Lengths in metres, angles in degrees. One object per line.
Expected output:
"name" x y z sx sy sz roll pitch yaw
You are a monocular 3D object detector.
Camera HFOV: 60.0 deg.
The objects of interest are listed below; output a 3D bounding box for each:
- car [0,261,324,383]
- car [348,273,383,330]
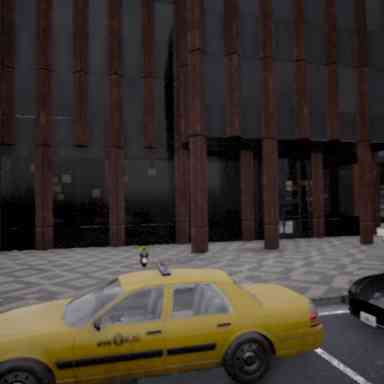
"car" -0.639 1.693 4.598 4.829 1.417 1.752 0 -2 -14
"car" 4.999 1.693 5.984 4.313 1.339 1.947 0 -2 -14
